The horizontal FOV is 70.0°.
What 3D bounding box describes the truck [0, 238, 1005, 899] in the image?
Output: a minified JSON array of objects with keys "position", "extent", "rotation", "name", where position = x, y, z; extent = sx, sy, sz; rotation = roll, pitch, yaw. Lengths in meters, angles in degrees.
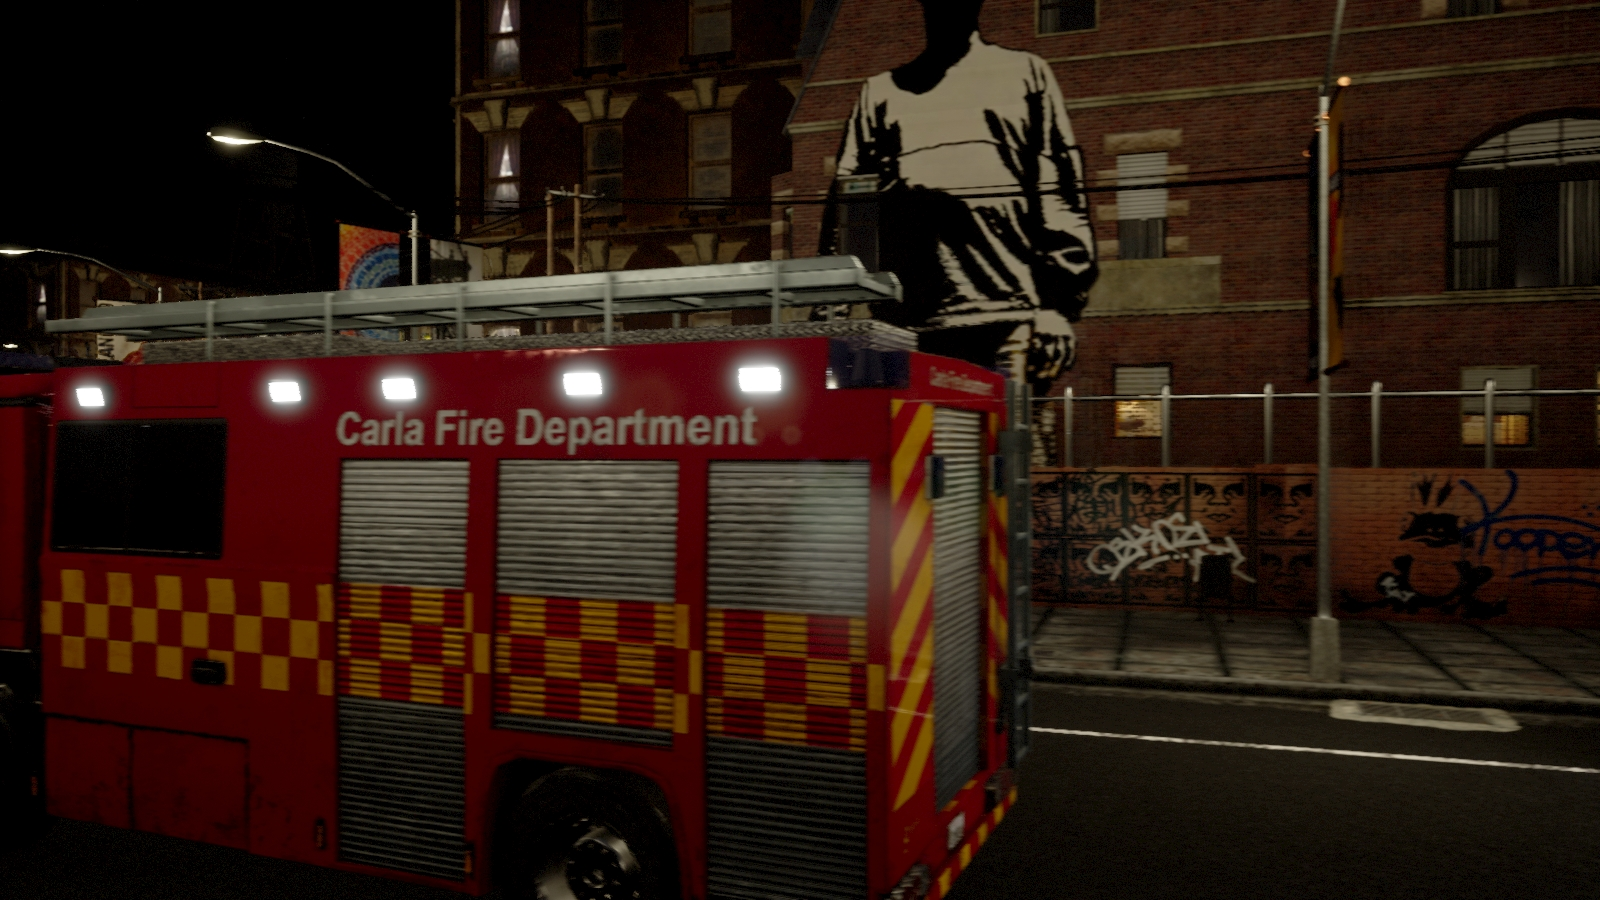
[{"position":[-2.994,0.892,8.477],"extent":[8.468,3.827,2.891],"rotation":[0,0,23],"name":"truck"}]
